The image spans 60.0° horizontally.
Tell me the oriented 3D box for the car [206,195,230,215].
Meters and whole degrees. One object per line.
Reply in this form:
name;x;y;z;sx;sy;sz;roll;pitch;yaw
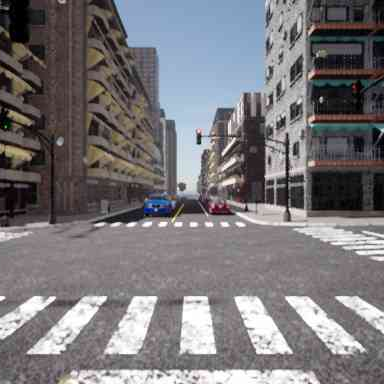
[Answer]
car;2.695;1.429;33.319;1.967;1.590;4.097;0;0;0

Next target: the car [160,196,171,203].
car;-5.683;1.531;72.060;1.887;1.381;4.507;0;0;0

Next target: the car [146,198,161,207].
car;-5.684;1.567;49.923;1.802;1.307;4.206;0;0;0

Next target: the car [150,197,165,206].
car;-5.684;1.551;55.458;1.947;1.339;4.313;0;0;0

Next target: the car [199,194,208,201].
car;2.697;1.567;60.990;1.802;1.307;4.206;0;0;0

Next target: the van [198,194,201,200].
van;2.698;1.327;66.525;1.690;1.788;3.998;0;0;0

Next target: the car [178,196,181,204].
car;-3.017;1.478;62.762;2.128;1.511;4.902;0;0;0

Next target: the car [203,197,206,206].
car;2.695;1.538;38.853;2.008;1.369;4.403;0;0;0

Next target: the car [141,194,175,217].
car;-3.096;1.211;31.467;2.150;2.045;5.566;0;0;0

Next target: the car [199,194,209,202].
car;2.699;1.303;77.593;2.192;1.841;5.009;0;0;0

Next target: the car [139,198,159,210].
car;-5.686;1.537;44.389;2.008;1.369;4.403;0;0;0

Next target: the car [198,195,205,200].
car;2.699;1.537;94.196;1.887;1.381;4.507;0;0;0

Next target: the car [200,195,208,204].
car;2.697;1.567;55.456;1.802;1.307;4.206;0;0;0

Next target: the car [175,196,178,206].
car;-3.097;1.513;41.781;1.812;1.442;4.674;0;0;0
